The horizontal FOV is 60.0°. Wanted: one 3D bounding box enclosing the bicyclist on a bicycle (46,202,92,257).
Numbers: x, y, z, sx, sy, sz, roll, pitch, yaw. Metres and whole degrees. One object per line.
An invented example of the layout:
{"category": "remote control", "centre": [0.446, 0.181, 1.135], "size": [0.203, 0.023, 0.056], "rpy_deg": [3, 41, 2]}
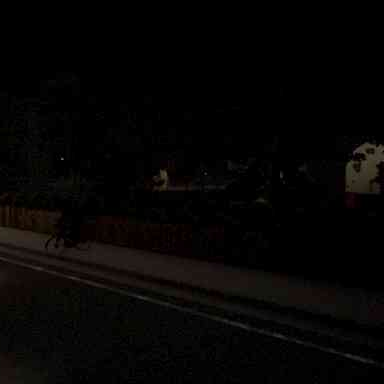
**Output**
{"category": "bicyclist on a bicycle", "centre": [-3.761, 1.123, 10.263], "size": [0.582, 1.620, 1.656], "rpy_deg": [2, 4, 35]}
